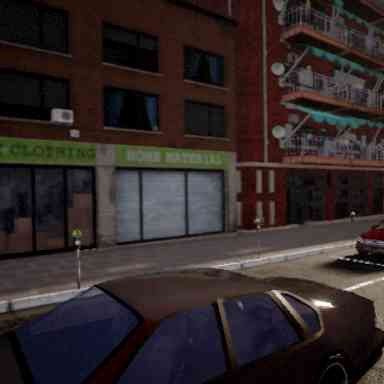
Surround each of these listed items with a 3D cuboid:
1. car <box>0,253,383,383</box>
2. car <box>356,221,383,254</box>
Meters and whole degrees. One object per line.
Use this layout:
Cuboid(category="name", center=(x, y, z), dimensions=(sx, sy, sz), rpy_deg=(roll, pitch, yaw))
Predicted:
Cuboid(category="car", center=(-0.252, 1.547, 3.146), dimensions=(5.357, 1.411, 2.033), rpy_deg=(0, 0, -35))
Cuboid(category="car", center=(7.627, 1.575, 12.010), dimensions=(4.206, 1.307, 1.802), rpy_deg=(0, -1, -35))
